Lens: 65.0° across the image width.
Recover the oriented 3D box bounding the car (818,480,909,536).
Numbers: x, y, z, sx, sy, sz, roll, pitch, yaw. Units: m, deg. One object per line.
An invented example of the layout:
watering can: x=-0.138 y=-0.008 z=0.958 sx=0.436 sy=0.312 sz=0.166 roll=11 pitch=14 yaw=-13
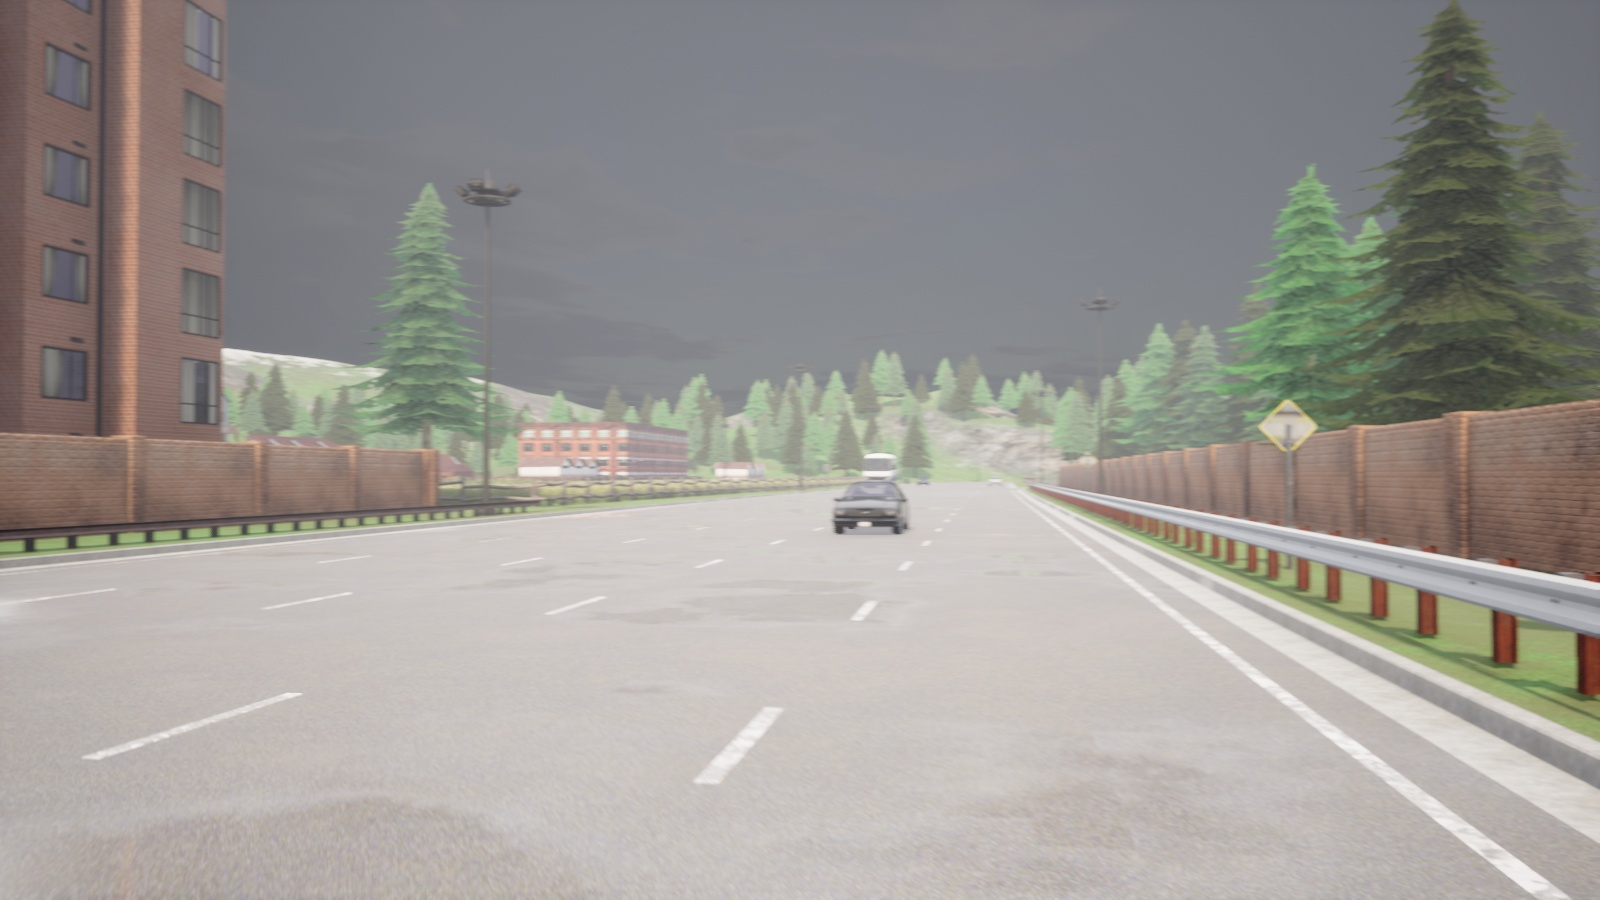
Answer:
car: x=1.865 y=1.571 z=35.091 sx=2.033 sy=1.411 sz=5.357 roll=-1 pitch=-1 yaw=8
